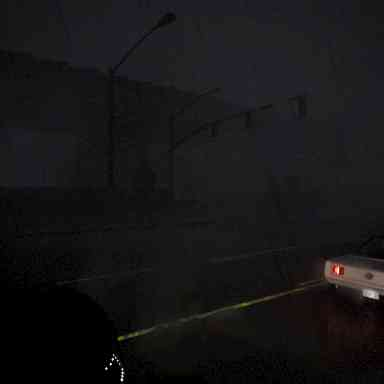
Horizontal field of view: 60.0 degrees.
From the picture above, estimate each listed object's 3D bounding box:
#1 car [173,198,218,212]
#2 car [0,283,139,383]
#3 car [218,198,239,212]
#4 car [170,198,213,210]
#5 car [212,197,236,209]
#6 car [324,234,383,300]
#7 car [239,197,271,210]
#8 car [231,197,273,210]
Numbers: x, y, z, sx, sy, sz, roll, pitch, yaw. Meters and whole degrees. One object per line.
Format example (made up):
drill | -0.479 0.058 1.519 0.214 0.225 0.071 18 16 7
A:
car | 0.037 1.453 36.382 4.974 1.542 2.038 0 0 8
car | -3.019 1.221 1.596 5.566 2.045 2.150 0 0 -35
car | 3.780 1.453 39.069 2.038 1.542 4.974 0 0 18
car | -0.014 1.295 36.389 4.536 1.218 1.853 0 0 8
car | 3.796 1.295 39.118 1.853 1.218 4.536 0 0 18
car | 5.125 1.601 7.437 4.718 1.301 1.895 0 0 -35
car | 7.637 1.295 42.824 4.536 1.218 1.853 0 0 -7
car | 7.688 1.453 42.831 4.974 1.542 2.038 0 0 -7
